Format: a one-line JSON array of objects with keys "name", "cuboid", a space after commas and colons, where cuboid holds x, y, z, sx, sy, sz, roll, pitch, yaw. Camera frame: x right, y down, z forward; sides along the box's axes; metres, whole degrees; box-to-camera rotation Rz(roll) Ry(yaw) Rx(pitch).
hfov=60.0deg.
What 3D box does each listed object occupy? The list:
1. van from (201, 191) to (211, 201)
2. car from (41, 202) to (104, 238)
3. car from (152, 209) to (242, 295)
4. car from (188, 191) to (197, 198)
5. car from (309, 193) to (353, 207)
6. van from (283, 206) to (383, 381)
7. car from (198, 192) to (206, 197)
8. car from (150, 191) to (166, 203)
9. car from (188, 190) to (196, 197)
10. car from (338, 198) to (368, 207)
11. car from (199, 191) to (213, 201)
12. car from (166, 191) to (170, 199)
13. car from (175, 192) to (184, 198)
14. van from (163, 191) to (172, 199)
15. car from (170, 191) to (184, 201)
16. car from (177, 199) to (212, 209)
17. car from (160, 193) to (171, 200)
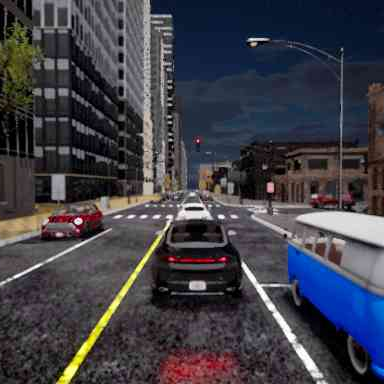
[{"name": "van", "cuboid": [2.750, 0.698, 65.398, 1.690, 1.788, 3.998, -1, 1, 0]}, {"name": "car", "cuboid": [-5.685, 1.279, 16.229, 1.967, 1.590, 4.097, -1, 1, 0]}, {"name": "car", "cuboid": [0.107, 1.420, 8.429, 1.837, 1.490, 4.892, 0, 1, 0]}, {"name": "car", "cuboid": [0.092, 0.728, 81.067, 1.812, 1.442, 4.674, 0, 1, 0]}, {"name": "car", "cuboid": [16.571, 1.032, 39.451, 5.009, 1.841, 2.192, 1, 1, 1]}, {"name": "van", "cuboid": [2.681, 1.289, 5.136, 1.690, 1.788, 3.998, -1, 1, 0]}, {"name": "car", "cuboid": [2.786, 0.634, 93.619, 2.008, 1.369, 4.403, -1, 1, 0]}, {"name": "car", "cuboid": [-5.778, 0.994, 54.006, 1.752, 1.417, 4.829, -1, 1, 0]}, {"name": "car", "cuboid": [0.104, 0.384, 91.068, 2.097, 1.767, 4.553, 0, 1, 0]}, {"name": "car", "cuboid": [16.453, 1.494, 31.078, 4.313, 1.339, 1.947, 1, 1, 1]}, {"name": "car", "cuboid": [2.745, 0.852, 59.755, 1.967, 1.590, 4.097, -1, 1, 0]}, {"name": "car", "cuboid": [-5.600, 0.978, 59.820, 1.947, 1.339, 4.313, -1, 1, 0]}, {"name": "car", "cuboid": [-2.909, 0.749, 78.981, 1.812, 1.442, 4.674, 0, 1, 0]}, {"name": "van", "cuboid": [-5.584, 0.588, 76.750, 1.690, 1.788, 3.998, -1, 1, 0]}, {"name": "car", "cuboid": [-2.961, 0.868, 63.508, 2.128, 1.511, 4.902, 0, 1, 1]}, {"name": "car", "cuboid": [0.115, 1.339, 18.786, 1.812, 1.442, 4.674, 0, 1, 0]}, {"name": "car", "cuboid": [-5.587, 0.868, 71.108, 1.947, 1.339, 4.313, -1, 1, 0]}]
